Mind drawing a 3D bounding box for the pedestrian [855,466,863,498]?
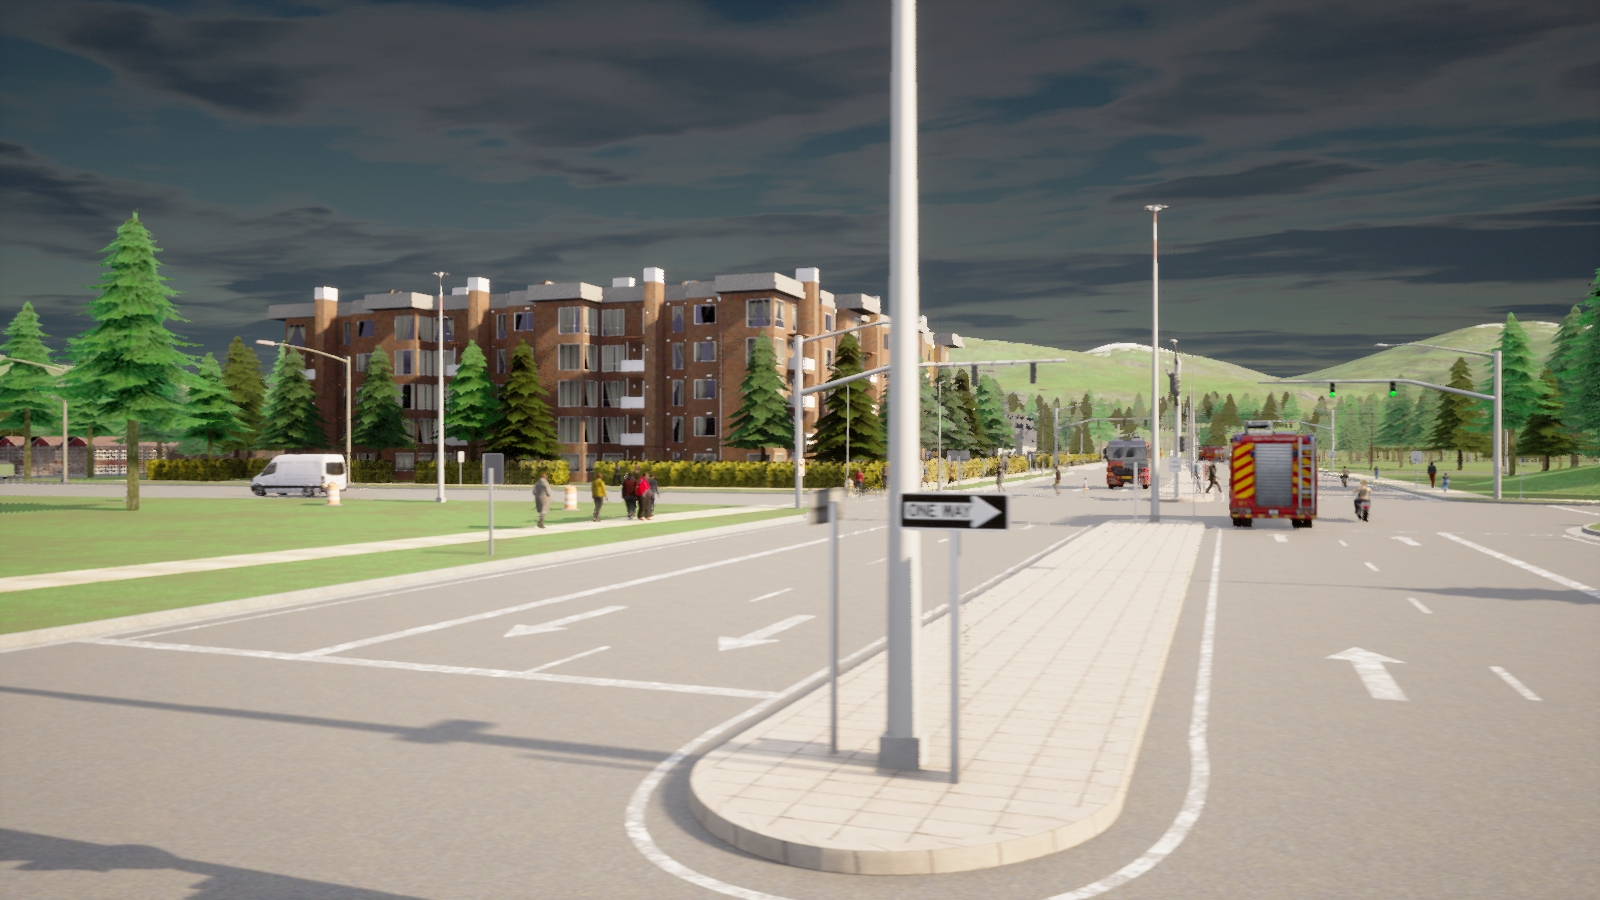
[{"bbox_3d":[3.416,1.852,66.272,0.375,1.860,0.375,0,0,16],"label":"pedestrian"}]

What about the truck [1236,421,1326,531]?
[{"bbox_3d":[18.456,0.890,44.242,2.891,3.827,8.468,0,0,21],"label":"truck"}]

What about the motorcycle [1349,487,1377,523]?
[{"bbox_3d":[22.363,2.153,45.382,0.764,1.307,2.356,0,0,21],"label":"motorcycle"}]

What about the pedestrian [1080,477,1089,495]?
[{"bbox_3d":[17.593,2.229,70.701,0.500,1.100,0.500,0,0,11],"label":"pedestrian"}]

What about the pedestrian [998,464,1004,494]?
[{"bbox_3d":[12.770,1.851,72.656,0.375,1.860,0.375,0,0,10],"label":"pedestrian"}]

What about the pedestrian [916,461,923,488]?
[{"bbox_3d":[8.253,1.699,78.662,0.375,1.860,0.375,0,0,25],"label":"pedestrian"}]

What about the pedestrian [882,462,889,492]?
[{"bbox_3d":[5.367,1.699,71.614,0.375,1.860,0.375,0,0,20],"label":"pedestrian"}]

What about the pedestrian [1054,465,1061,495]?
[{"bbox_3d":[15.875,1.850,70.364,0.375,1.860,0.375,0,0,18],"label":"pedestrian"}]

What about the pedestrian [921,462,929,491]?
[{"bbox_3d":[8.059,1.687,73.611,0.375,1.860,0.375,0,0,24],"label":"pedestrian"}]

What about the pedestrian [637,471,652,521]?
[{"bbox_3d":[-5.780,1.700,42.441,0.375,1.860,0.375,0,0,30],"label":"pedestrian"}]

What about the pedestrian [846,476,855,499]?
[{"bbox_3d":[2.914,2.132,65.724,0.375,1.300,0.375,0,0,24],"label":"pedestrian"}]

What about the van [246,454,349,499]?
[{"bbox_3d":[-30.144,1.544,68.509,5.915,2.561,1.988,0,0,20],"label":"van"}]

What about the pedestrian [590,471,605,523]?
[{"bbox_3d":[-7.297,1.700,41.161,0.375,1.860,0.375,0,0,25],"label":"pedestrian"}]

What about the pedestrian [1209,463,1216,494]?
[{"bbox_3d":[24.684,1.695,68.362,0.375,1.860,0.375,0,0,19],"label":"pedestrian"}]

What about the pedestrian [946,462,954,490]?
[{"bbox_3d":[9.719,1.684,74.087,0.375,1.860,0.375,0,0,26],"label":"pedestrian"}]

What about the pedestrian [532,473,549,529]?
[{"bbox_3d":[-8.659,1.700,38.123,0.375,1.860,0.375,0,0,25],"label":"pedestrian"}]

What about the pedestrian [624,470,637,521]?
[{"bbox_3d":[-6.342,1.700,42.707,0.375,1.860,0.375,0,0,13],"label":"pedestrian"}]

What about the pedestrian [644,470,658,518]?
[{"bbox_3d":[-5.795,1.700,44.387,0.375,1.860,0.375,0,0,25],"label":"pedestrian"}]
